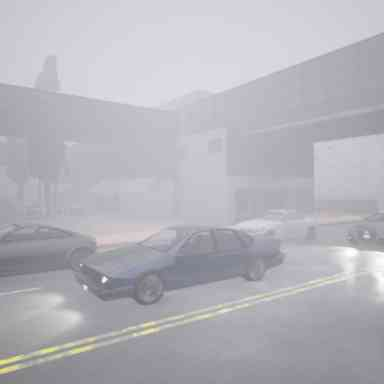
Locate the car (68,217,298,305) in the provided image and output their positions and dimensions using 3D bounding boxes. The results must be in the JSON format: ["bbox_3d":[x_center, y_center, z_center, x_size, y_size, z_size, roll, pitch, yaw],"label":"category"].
[{"bbox_3d":[0.016,1.555,8.281,5.357,1.411,2.033,0,0,-35],"label":"car"}]

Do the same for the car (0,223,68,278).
[{"bbox_3d":[-4.747,1.567,9.196,4.181,1.385,1.994,0,0,-36],"label":"car"}]

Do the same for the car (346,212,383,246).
[{"bbox_3d":[8.564,1.587,14.368,4.181,1.385,1.994,0,0,-35],"label":"car"}]

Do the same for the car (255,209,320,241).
[{"bbox_3d":[4.028,1.544,15.436,4.674,1.442,1.812,0,0,-35],"label":"car"}]
